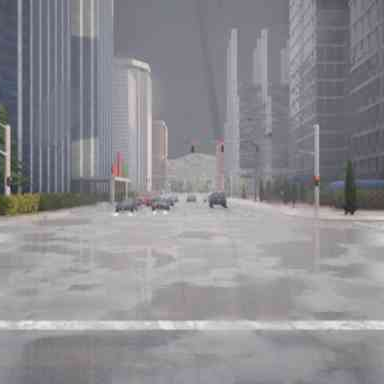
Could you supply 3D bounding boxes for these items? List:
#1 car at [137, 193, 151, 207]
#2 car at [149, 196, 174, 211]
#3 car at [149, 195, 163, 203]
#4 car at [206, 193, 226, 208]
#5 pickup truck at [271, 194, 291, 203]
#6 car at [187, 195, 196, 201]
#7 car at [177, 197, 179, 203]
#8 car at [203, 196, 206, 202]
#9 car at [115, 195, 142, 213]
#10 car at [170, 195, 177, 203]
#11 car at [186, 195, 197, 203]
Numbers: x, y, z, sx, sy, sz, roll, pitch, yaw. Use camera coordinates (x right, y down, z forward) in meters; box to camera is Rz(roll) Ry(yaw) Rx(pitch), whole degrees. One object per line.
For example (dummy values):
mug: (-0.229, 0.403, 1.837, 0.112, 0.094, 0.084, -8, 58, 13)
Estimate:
car: (-7.160, 1.133, 48.703, 2.150, 2.045, 5.566, 0, 0, 0)
car: (-3.648, 1.491, 39.839, 1.994, 1.385, 4.181, 0, 0, 0)
car: (-7.126, 1.426, 66.111, 2.033, 1.411, 5.357, 0, 0, 0)
car: (3.522, 1.136, 46.302, 2.150, 2.045, 5.566, 0, 0, 0)
pickup truck: (16.517, 0.946, 61.718, 2.390, 2.098, 6.274, 0, 0, 30)
car: (-0.129, 1.280, 76.274, 1.895, 1.301, 4.718, 0, 0, 0)
car: (-3.639, 1.372, 64.940, 2.128, 1.511, 4.902, 0, 0, 0)
car: (3.398, 1.470, 69.987, 1.895, 1.301, 4.718, 0, 0, 0)
car: (-7.151, 1.437, 36.799, 1.837, 1.490, 4.892, 0, 0, 0)
car: (-3.657, 1.509, 49.845, 1.895, 1.301, 4.718, 0, 0, 0)
car: (-0.112, 1.371, 65.952, 2.128, 1.511, 4.902, 0, 0, 0)
